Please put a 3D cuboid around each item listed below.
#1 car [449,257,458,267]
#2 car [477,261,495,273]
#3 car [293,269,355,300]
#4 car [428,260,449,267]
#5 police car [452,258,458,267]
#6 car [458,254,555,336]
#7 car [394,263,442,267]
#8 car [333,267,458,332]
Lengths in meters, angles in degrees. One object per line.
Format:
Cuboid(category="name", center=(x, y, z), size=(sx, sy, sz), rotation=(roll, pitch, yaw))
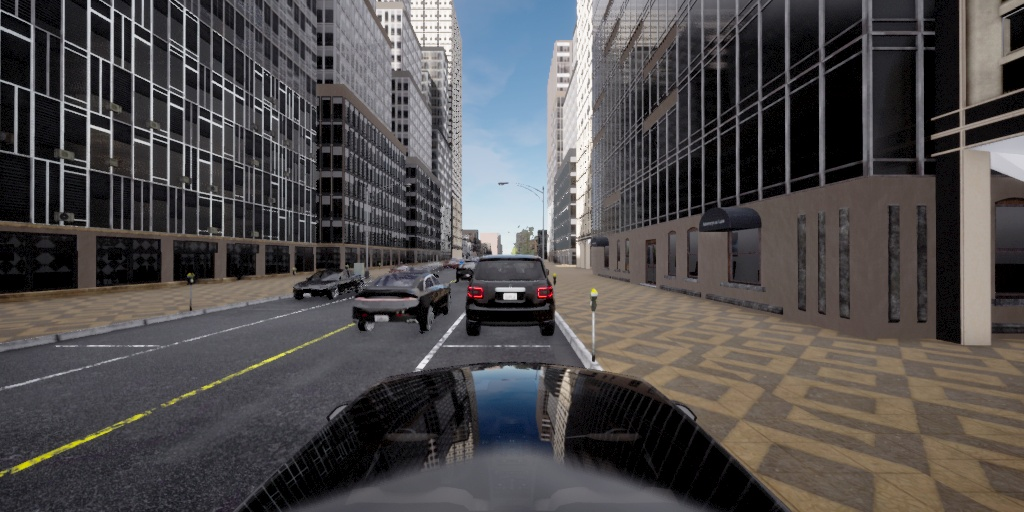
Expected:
Cuboid(category="car", center=(-8.836, 1.273, 51.803), size=(1.888, 1.381, 4.507), rotation=(0, 0, 0))
Cuboid(category="car", center=(-3.044, 1.335, 43.072), size=(1.895, 1.301, 4.718), rotation=(0, 0, 0))
Cuboid(category="car", center=(-8.836, 1.313, 17.650), size=(1.948, 1.339, 4.313), rotation=(0, 0, 0))
Cuboid(category="car", center=(-8.836, 1.286, 40.419), size=(2.007, 1.370, 4.403), rotation=(0, 0, 0))
Cuboid(category="police car", center=(-3.146, 1.168, 28.112), size=(1.930, 1.638, 5.238), rotation=(0, 0, 0))
Cuboid(category="car", center=(-0.039, 0.977, 10.529), size=(2.150, 2.045, 5.566), rotation=(0, 0, 0))
Cuboid(category="car", center=(-6.246, 1.346, 23.741), size=(1.895, 1.301, 4.718), rotation=(0, 0, 0))
Cuboid(category="car", center=(-3.046, 1.240, 10.808), size=(2.128, 1.511, 4.902), rotation=(0, 0, 0))
